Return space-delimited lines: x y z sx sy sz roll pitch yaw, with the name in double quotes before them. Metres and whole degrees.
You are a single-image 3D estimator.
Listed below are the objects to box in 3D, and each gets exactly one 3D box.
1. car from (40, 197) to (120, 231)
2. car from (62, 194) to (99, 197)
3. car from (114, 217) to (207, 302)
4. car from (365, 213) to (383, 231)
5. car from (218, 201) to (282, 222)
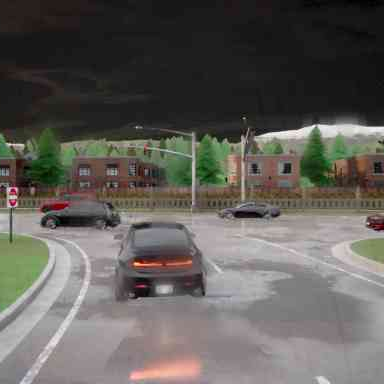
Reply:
"car" -6.716 1.352 20.240 4.553 1.767 2.097 0 0 6
"car" -11.281 1.223 31.275 5.566 2.045 2.150 0 0 6
"car" -0.885 1.505 8.386 1.837 1.490 4.892 0 0 -9
"car" 12.268 1.477 18.248 5.008 1.535 1.882 0 0 6
"car" 4.499 1.491 26.101 4.902 1.511 2.128 0 0 6
